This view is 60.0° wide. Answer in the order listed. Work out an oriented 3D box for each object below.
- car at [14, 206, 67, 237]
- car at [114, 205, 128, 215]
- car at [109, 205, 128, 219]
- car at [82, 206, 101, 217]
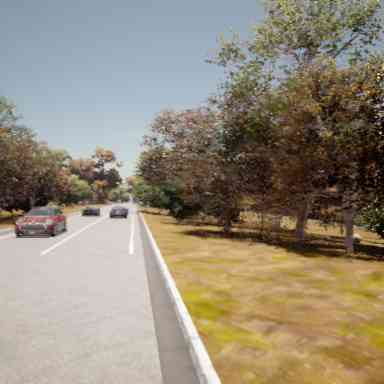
[{"bbox_3d":[-9.109,1.696,20.400,2.097,1.767,4.553,1,-1,-10],"label":"car"},{"bbox_3d":[-10.612,2.648,50.108,1.895,1.301,4.718,1,-1,-9],"label":"car"},{"bbox_3d":[-8.698,2.383,39.355,1.994,1.385,4.181,1,-1,-9],"label":"car"},{"bbox_3d":[-12.856,2.420,42.518,1.895,1.301,4.718,1,-1,-10],"label":"car"}]
